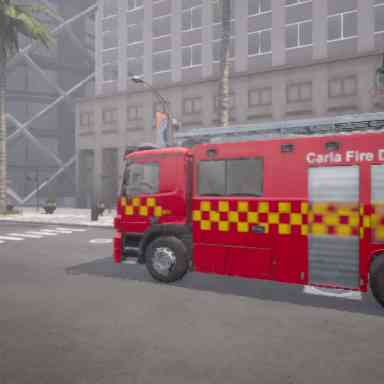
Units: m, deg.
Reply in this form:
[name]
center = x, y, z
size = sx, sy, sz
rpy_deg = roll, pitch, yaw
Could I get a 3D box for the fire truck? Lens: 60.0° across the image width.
[fire truck]
center = 2.239, 0.342, 8.201
size = 8.468, 3.827, 2.891
rpy_deg = 0, 0, 26
